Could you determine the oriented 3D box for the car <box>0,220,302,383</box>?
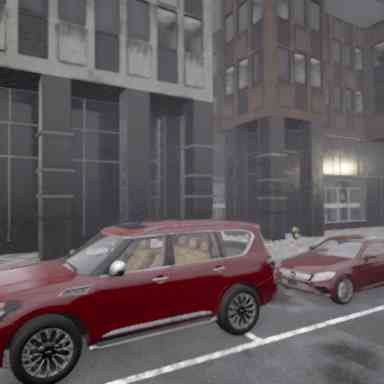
[{"bbox_3d":[-0.809,1.448,5.623,5.009,1.841,2.192,1,-2,-30],"label":"car"}]

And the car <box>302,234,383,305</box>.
[{"bbox_3d":[4.039,1.766,8.425,4.206,1.307,1.802,1,-2,-30],"label":"car"}]
